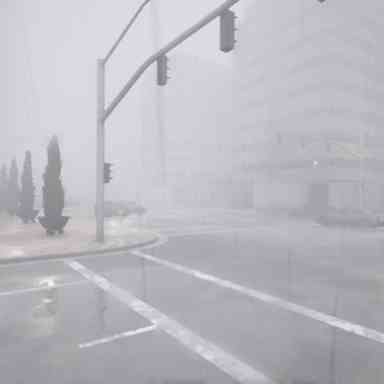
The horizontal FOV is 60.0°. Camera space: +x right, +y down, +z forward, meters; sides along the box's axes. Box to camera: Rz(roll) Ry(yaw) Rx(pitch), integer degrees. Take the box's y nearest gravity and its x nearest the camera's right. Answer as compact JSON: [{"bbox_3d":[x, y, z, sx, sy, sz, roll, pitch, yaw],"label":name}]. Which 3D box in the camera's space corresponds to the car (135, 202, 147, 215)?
[{"bbox_3d":[-6.789,1.639,35.392,2.033,1.411,5.357,0,0,-35],"label":"car"}]

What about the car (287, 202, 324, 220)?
[{"bbox_3d":[11.126,1.596,29.108,5.357,1.411,2.033,-1,2,14],"label":"car"}]

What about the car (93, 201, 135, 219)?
[{"bbox_3d":[-7.418,1.562,30.191,2.128,1.511,4.902,0,0,-35],"label":"car"}]

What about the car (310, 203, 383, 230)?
[{"bbox_3d":[10.582,1.694,22.443,1.994,1.385,4.181,0,0,-42],"label":"car"}]

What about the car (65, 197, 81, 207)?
[{"bbox_3d":[-19.441,1.572,53.571,1.882,1.535,5.008,0,-1,-35],"label":"car"}]
